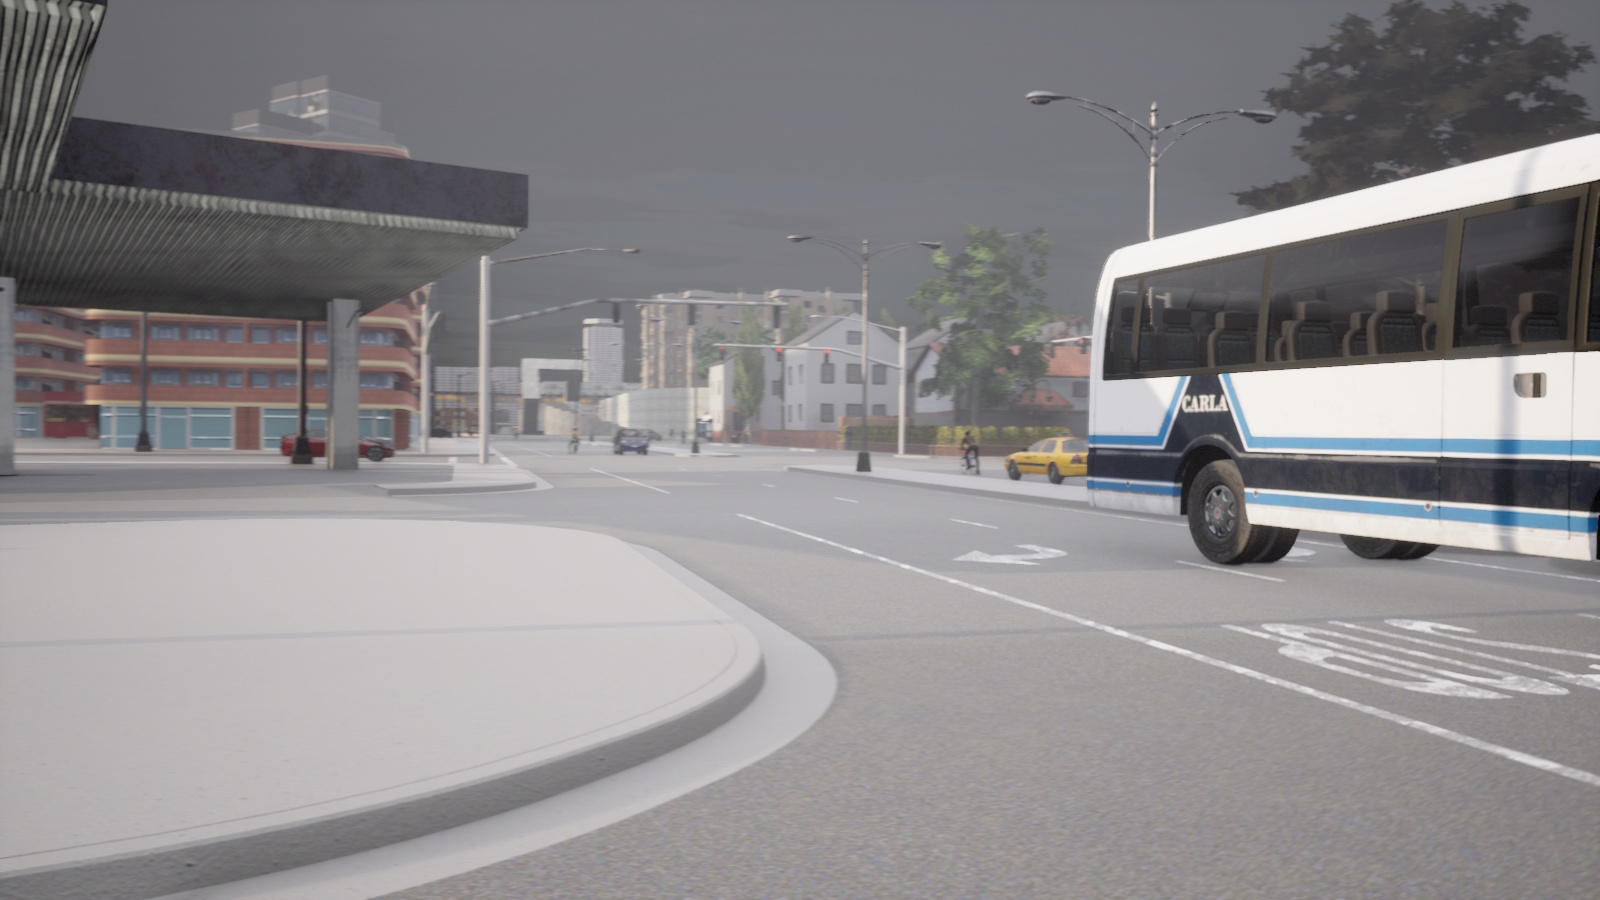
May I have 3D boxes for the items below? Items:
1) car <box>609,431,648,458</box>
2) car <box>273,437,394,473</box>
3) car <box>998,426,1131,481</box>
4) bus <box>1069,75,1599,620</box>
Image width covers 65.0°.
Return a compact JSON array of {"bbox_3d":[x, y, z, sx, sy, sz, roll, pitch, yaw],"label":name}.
[{"bbox_3d":[-10.607,-0.339,77.447,1.851,1.617,3.988,-1,1,-15],"label":"car"},{"bbox_3d":[-20.422,0.206,55.193,4.792,1.488,2.163,-1,1,-16],"label":"car"},{"bbox_3d":[8.146,0.059,39.294,1.801,1.575,5.366,-1,1,-15],"label":"car"},{"bbox_3d":[7.233,-0.854,13.012,3.944,4.253,10.273,-1,1,-19],"label":"bus"}]
